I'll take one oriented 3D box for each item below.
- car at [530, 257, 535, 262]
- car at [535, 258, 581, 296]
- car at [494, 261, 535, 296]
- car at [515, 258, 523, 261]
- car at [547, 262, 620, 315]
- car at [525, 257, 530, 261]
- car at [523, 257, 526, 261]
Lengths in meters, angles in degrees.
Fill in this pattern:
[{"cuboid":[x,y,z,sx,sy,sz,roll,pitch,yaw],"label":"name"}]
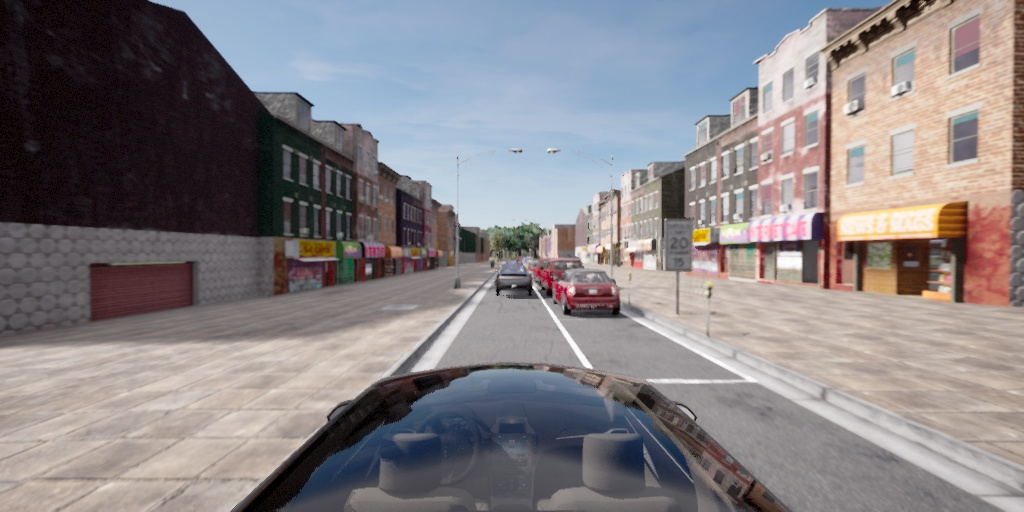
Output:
[{"cuboid":[2.625,1.032,24.345,2.192,1.841,5.009,0,0,0],"label":"car"},{"cuboid":[2.628,1.040,18.943,2.192,1.841,5.009,0,0,0],"label":"car"},{"cuboid":[0.093,1.210,19.176,2.128,1.511,4.902,0,0,0],"label":"car"},{"cuboid":[0.027,1.260,44.087,1.994,1.385,4.181,0,0,0],"label":"car"},{"cuboid":[2.632,1.174,13.541,1.967,1.591,4.097,0,0,0],"label":"car"},{"cuboid":[2.619,1.146,35.149,1.967,1.591,4.097,0,0,0],"label":"car"},{"cuboid":[2.613,1.227,46.124,1.751,1.417,4.829,0,0,0],"label":"car"}]
